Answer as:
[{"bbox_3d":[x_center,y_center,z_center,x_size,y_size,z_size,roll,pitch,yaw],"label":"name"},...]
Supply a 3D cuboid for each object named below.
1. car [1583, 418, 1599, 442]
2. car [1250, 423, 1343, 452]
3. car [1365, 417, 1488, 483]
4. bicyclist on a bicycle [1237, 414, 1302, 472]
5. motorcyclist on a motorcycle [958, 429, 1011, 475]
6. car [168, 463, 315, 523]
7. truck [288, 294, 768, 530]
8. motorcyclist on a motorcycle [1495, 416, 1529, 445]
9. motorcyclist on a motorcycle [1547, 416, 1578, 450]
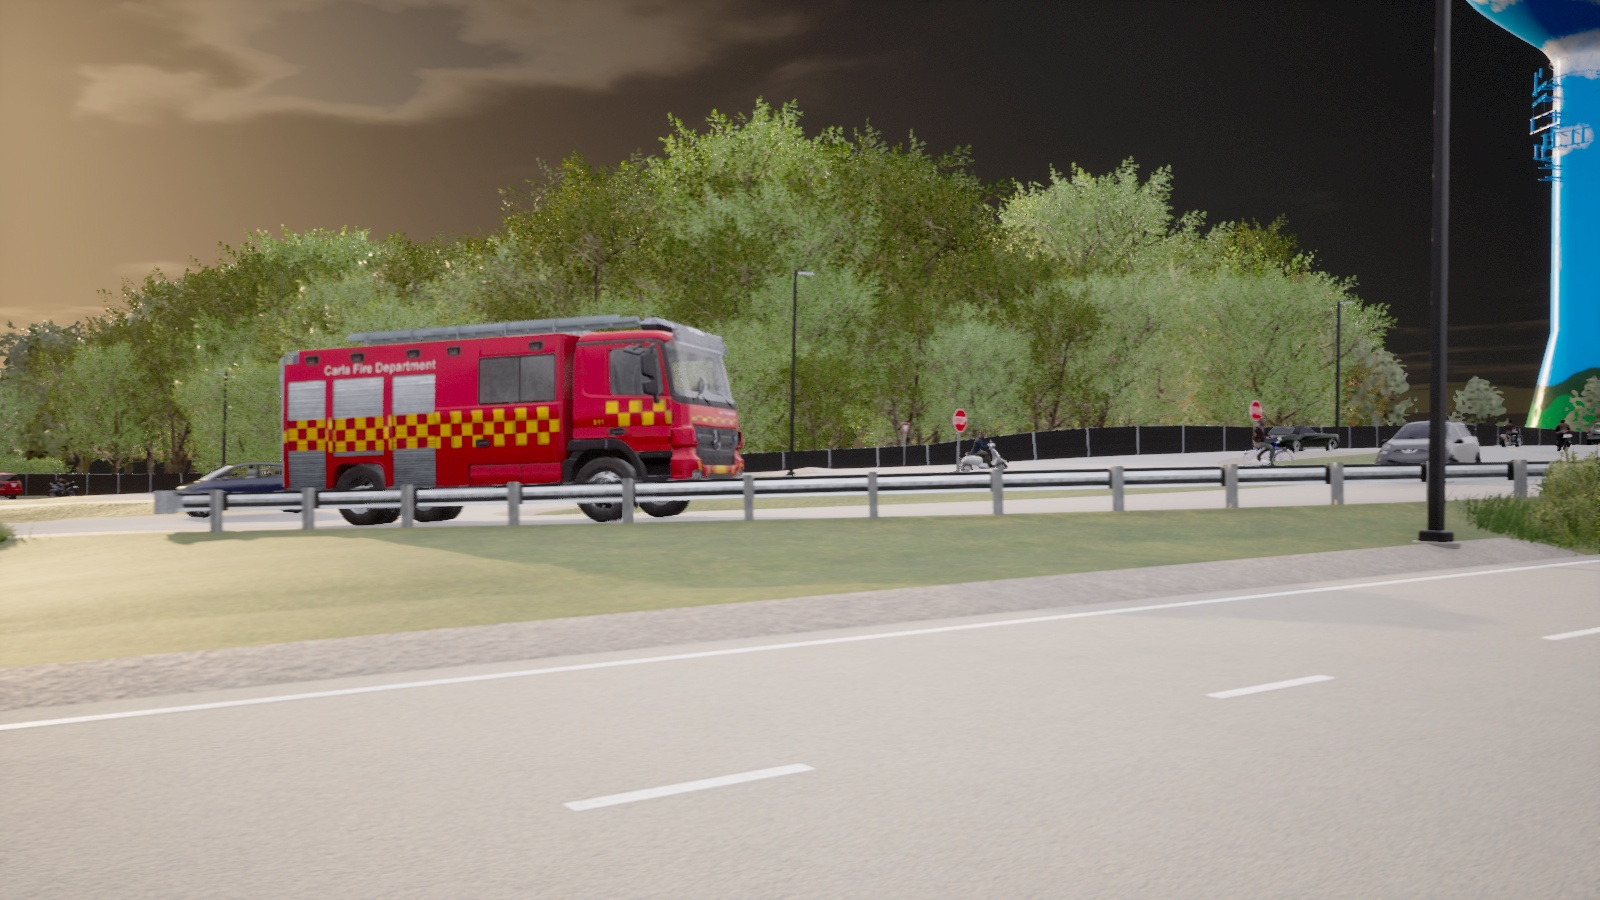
[{"bbox_3d":[52.050,-1.283,80.337,3.806,1.475,1.970,-1,0,-35],"label":"car"},{"bbox_3d":[24.470,-0.630,61.795,4.718,1.301,1.895,-2,1,-34],"label":"car"},{"bbox_3d":[15.510,-0.014,31.012,1.845,1.501,3.633,-1,1,41],"label":"car"},{"bbox_3d":[14.948,-0.206,40.016,0.659,1.776,1.843,-2,0,-35],"label":"bicyclist on a bicycle"},{"bbox_3d":[6.952,0.075,47.392,1.817,1.590,0.866,-3,4,1],"label":"motorcyclist on a motorcycle"},{"bbox_3d":[-16.493,1.229,37.132,3.705,1.549,1.789,-2,1,-33],"label":"car"},{"bbox_3d":[-5.133,-0.534,23.762,8.468,3.827,2.891,-2,-2,18],"label":"truck"},{"bbox_3d":[40.988,-1.120,72.265,2.350,1.649,0.766,-1,0,-36],"label":"motorcyclist on a motorcycle"},{"bbox_3d":[34.314,-0.779,56.514,0.797,1.523,2.044,0,1,20],"label":"motorcyclist on a motorcycle"}]
